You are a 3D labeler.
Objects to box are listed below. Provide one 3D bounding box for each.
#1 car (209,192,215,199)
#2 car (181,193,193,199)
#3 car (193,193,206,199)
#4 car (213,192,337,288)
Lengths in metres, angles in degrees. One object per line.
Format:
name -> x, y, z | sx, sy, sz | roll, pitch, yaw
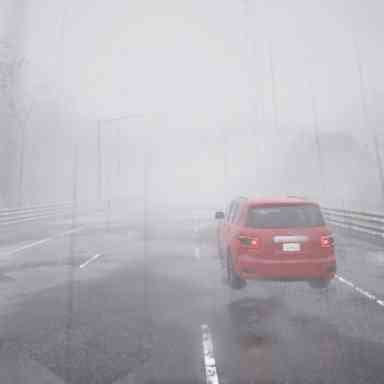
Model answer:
car -> 5.467, 0.887, 86.348 | 2.097, 1.767, 4.553 | -1, 0, 6
car -> -1.612, 1.154, 85.775 | 2.033, 1.411, 5.357 | -1, 0, 6
car -> 1.916, 1.169, 85.917 | 1.895, 1.301, 4.718 | -1, 0, 6
car -> 1.931, 1.149, 9.149 | 2.150, 2.045, 5.566 | -1, 0, 0
